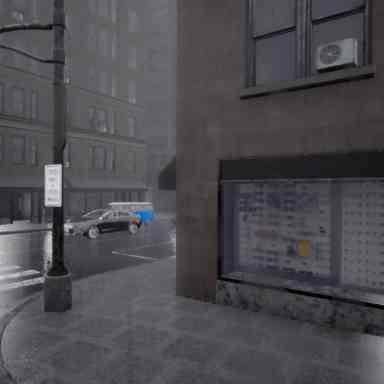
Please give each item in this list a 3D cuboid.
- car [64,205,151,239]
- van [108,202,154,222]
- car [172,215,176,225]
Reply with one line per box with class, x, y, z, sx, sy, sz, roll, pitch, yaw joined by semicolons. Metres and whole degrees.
car;-4.983;1.728;18.967;2.128;1.511;4.902;0;-1;35
van;-4.498;1.638;24.149;1.690;1.788;3.998;-1;-1;35
car;0.266;1.949;26.434;1.994;1.385;4.181;0;-1;35
